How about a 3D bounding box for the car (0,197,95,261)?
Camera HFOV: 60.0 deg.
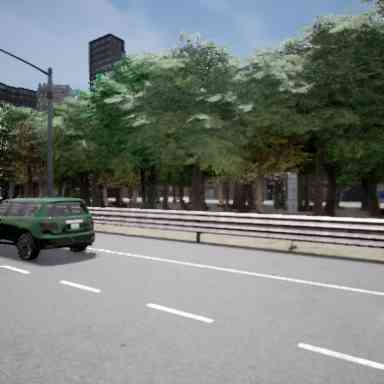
[{"bbox_3d":[-6.018,1.221,12.460,5.566,2.045,2.150,0,0,35],"label":"car"}]
